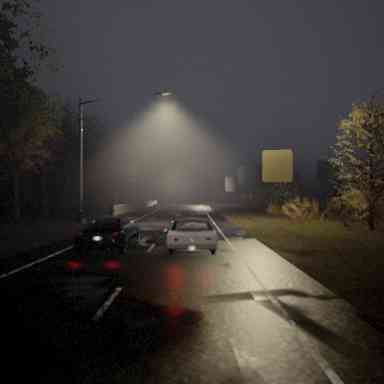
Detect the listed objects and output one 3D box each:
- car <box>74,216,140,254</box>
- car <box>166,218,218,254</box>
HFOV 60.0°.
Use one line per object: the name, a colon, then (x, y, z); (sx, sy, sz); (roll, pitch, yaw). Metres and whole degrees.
car: (-3.489, 1.709, 14.283); (1.994, 1.385, 4.181); (0, -1, 0)
car: (0.009, 1.743, 14.107); (1.895, 1.301, 4.718); (0, -1, 0)
